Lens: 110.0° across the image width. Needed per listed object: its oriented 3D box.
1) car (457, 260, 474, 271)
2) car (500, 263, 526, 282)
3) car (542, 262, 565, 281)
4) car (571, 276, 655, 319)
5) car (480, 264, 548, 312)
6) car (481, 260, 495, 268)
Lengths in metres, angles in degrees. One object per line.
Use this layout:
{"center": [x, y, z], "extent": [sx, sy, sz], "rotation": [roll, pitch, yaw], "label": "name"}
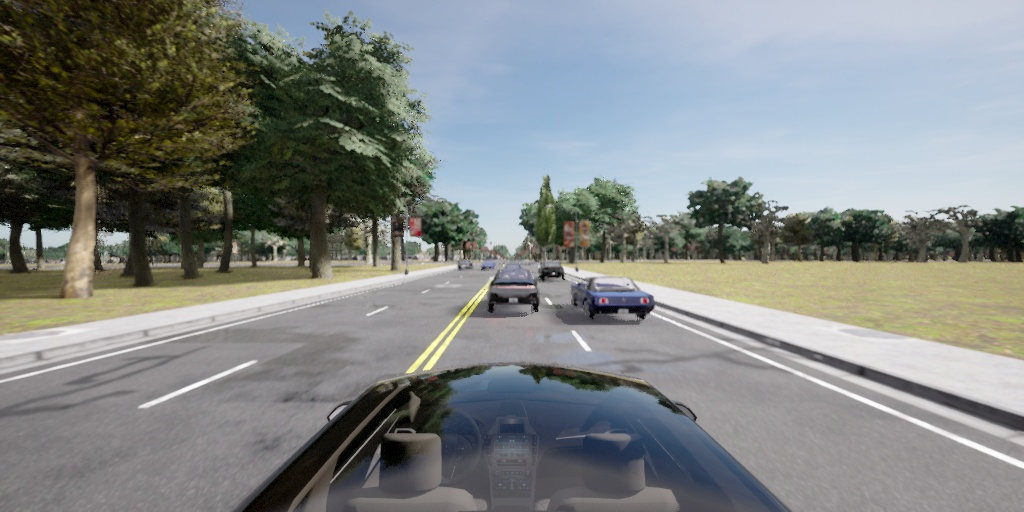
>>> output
{"center": [-6.601, 1.267, 51.168], "extent": [2.128, 1.511, 4.902], "rotation": [0, 0, 0], "label": "car"}
{"center": [0.063, 1.323, 29.744], "extent": [1.994, 1.385, 4.181], "rotation": [0, 0, 0], "label": "car"}
{"center": [3.317, 1.238, 30.786], "extent": [1.882, 1.535, 5.008], "rotation": [0, 0, 0], "label": "car"}
{"center": [3.308, 1.353, 12.813], "extent": [1.895, 1.301, 4.718], "rotation": [0, 0, 0], "label": "car"}
{"center": [0.066, 1.244, 14.251], "extent": [2.128, 1.511, 4.902], "rotation": [0, 0, 0], "label": "car"}
{"center": [-3.351, 1.303, 51.112], "extent": [1.812, 1.442, 4.674], "rotation": [0, 0, 0], "label": "car"}
